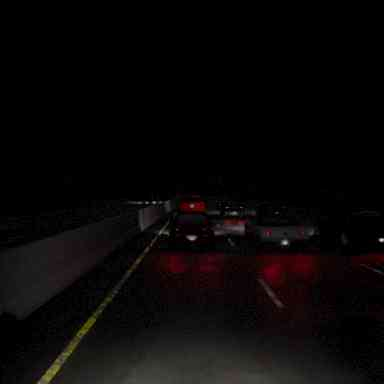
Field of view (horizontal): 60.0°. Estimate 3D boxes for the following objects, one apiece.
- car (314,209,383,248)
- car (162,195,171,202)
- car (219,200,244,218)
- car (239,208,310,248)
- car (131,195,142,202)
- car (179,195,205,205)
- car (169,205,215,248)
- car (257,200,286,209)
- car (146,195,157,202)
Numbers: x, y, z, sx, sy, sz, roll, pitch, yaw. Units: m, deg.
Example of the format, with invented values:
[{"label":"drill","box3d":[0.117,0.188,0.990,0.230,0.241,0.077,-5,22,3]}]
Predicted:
[{"label":"car","box3d":[7.000,1.516,14.690,1.837,1.490,4.892,0,0,0]},{"label":"car","box3d":[-5.844,1.494,76.843,1.837,1.490,4.892,0,0,2]},{"label":"car","box3d":[3.500,1.495,29.688,2.128,1.511,4.902,0,0,0]},{"label":"car","box3d":[3.500,1.616,14.720,1.895,1.301,4.718,0,0,0]},{"label":"car","box3d":[-12.841,1.472,77.045,1.882,1.535,5.008,0,0,2]},{"label":"car","box3d":[0.000,1.258,29.719,2.150,2.045,5.566,0,0,0]},{"label":"car","box3d":[0.000,1.533,14.690,1.812,1.442,4.674,0,0,0]},{"label":"car","box3d":[7.000,1.495,29.687,2.128,1.511,4.902,0,0,0]},{"label":"car","box3d":[-9.343,1.472,76.944,1.882,1.535,5.008,0,0,2]}]
